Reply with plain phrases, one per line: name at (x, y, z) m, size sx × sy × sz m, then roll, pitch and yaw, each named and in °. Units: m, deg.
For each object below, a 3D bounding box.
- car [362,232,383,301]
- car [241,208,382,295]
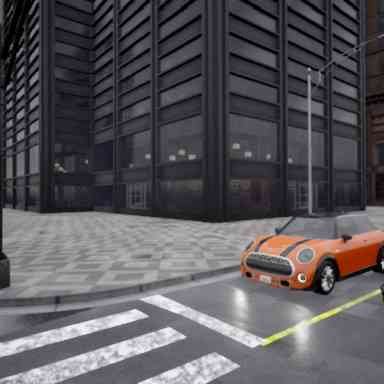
car at (5.867, 1.540, 6.927) m, size 5.357 × 1.411 × 2.033 m, roll 0°, pitch 0°, yaw -39°
car at (3.399, 1.372, 8.922) m, size 4.553 × 1.767 × 2.097 m, roll 0°, pitch 0°, yaw -39°
